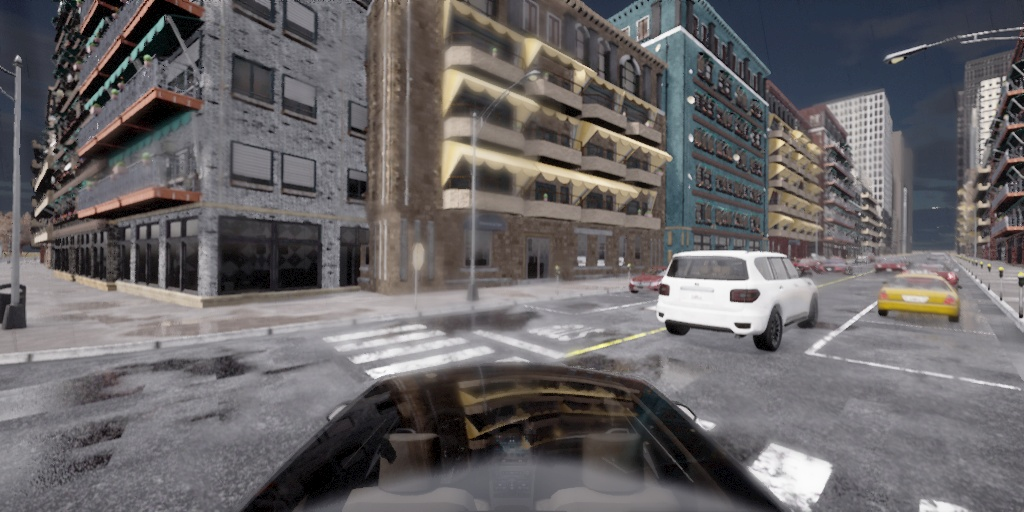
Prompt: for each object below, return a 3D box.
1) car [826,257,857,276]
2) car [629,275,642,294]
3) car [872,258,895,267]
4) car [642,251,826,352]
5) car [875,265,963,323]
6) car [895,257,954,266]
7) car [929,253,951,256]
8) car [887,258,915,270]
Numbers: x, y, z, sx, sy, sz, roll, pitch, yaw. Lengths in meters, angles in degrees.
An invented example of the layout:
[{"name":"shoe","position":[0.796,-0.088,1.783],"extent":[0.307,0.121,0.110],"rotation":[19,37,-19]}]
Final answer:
[{"name":"car","position":[28.630,0.974,31.822],"extent":[4.181,1.385,1.994],"rotation":[0,1,-39]},{"name":"car","position":[7.494,1.180,17.784],"extent":[4.207,1.307,1.802],"rotation":[0,0,-40]},{"name":"car","position":[35.463,0.971,33.436],"extent":[4.718,1.301,1.895],"rotation":[-1,1,-39]},{"name":"car","position":[5.819,0.893,9.006],"extent":[5.566,2.045,2.150],"rotation":[-1,1,-40]},{"name":"car","position":[13.009,1.154,11.470],"extent":[4.829,1.417,1.751],"rotation":[0,0,-40]},{"name":"car","position":[21.415,0.983,18.427],"extent":[4.097,1.591,1.967],"rotation":[0,0,-40]},{"name":"car","position":[47.023,0.713,39.625],"extent":[4.097,1.591,1.967],"rotation":[0,0,-40]},{"name":"car","position":[44.151,0.878,40.641],"extent":[4.718,1.301,1.895],"rotation":[-1,1,-39]}]
